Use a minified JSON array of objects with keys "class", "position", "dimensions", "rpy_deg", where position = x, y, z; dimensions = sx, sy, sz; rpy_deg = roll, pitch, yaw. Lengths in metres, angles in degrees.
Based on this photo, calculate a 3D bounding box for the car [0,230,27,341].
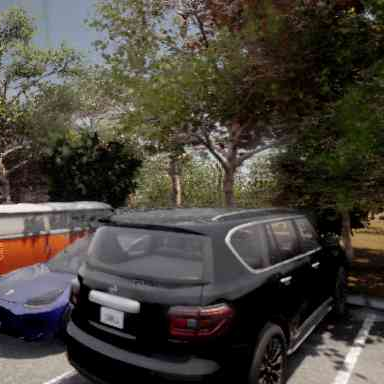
[{"class":"car","position":[-1.459,1.523,6.768],"dimensions":[2.163,1.488,4.792],"rpy_deg":[0,0,35]}]

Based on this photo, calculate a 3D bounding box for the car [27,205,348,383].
[{"class":"car","position":[0.828,1.235,5.206],"dimensions":[2.435,2.045,5.566],"rpy_deg":[0,0,36]}]

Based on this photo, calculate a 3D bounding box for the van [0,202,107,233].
[{"class":"van","position":[-3.731,1.278,8.568],"dimensions":[1.878,1.987,4.442],"rpy_deg":[0,0,36]}]
